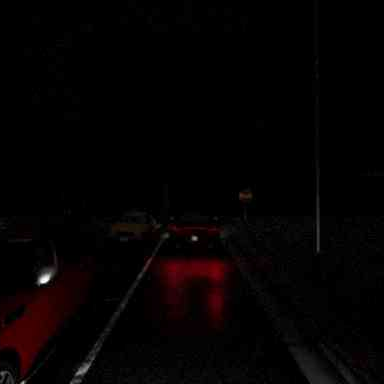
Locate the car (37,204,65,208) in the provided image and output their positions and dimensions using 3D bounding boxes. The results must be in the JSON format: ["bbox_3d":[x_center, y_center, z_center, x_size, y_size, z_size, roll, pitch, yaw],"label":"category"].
[{"bbox_3d":[-12.754,1.758,29.056,4.181,1.385,1.994,-1,-1,1],"label":"car"}]

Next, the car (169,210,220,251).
[{"bbox_3d":[0.093,1.474,14.007,1.882,1.535,5.008,0,0,0],"label":"car"}]

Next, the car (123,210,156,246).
[{"bbox_3d":[-2.621,1.522,15.357,1.752,1.417,4.829,1,0,0],"label":"car"}]

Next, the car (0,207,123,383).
[{"bbox_3d":[-2.616,1.314,4.462,2.192,1.841,5.009,1,0,0],"label":"car"}]
